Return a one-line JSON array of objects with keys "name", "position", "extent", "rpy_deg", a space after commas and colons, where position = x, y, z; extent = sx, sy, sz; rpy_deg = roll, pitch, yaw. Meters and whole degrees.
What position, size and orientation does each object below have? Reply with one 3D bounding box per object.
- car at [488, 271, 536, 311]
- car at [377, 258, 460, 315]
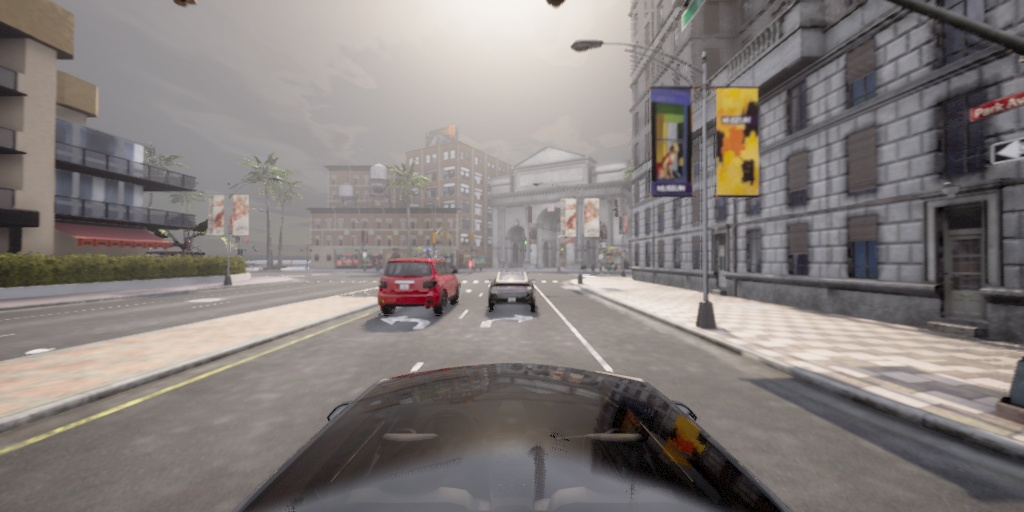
[{"name": "car", "position": [0.008, 1.392, 15.331], "extent": [2.128, 1.511, 4.902], "rpy_deg": [0, 0, 0]}, {"name": "car", "position": [-3.501, 1.114, 14.396], "extent": [2.150, 2.045, 5.566], "rpy_deg": [0, 0, 0]}]
